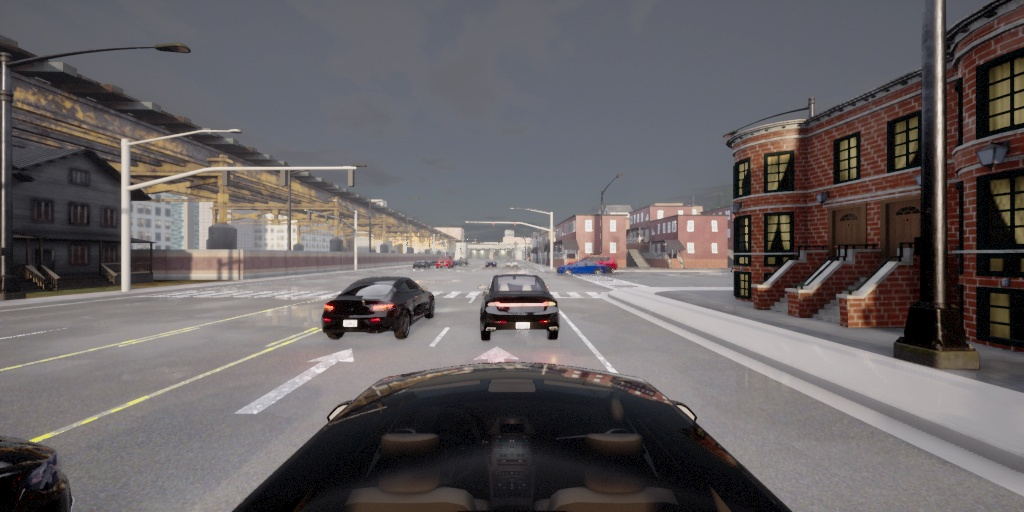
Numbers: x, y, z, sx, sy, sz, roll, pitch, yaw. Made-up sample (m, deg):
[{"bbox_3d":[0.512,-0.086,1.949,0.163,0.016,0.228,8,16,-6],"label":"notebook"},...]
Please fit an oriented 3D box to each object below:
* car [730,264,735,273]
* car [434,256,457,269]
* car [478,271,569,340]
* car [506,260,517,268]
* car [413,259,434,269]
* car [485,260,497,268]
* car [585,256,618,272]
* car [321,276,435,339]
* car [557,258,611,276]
[{"bbox_3d":[27.096,1.102,40.261,4.553,1.767,2.097,0,0,0],"label":"car"},{"bbox_3d":[-10.747,0.971,57.671,2.150,2.045,5.566,0,0,-1],"label":"car"},{"bbox_3d":[0.091,1.242,9.927,2.128,1.511,4.902,0,0,-3],"label":"car"},{"bbox_3d":[-0.076,1.351,62.936,1.895,1.301,4.718,0,0,0],"label":"car"},{"bbox_3d":[-14.239,1.314,56.571,1.994,1.385,4.181,0,0,0],"label":"car"},{"bbox_3d":[-3.577,1.351,62.928,1.895,1.301,4.718,0,0,0],"label":"car"},{"bbox_3d":[9.031,0.971,40.462,5.566,2.045,2.150,0,0,3],"label":"car"},{"bbox_3d":[-3.451,1.276,9.960,1.812,1.442,4.674,0,0,0],"label":"car"},{"bbox_3d":[7.023,1.227,36.445,5.008,1.535,1.882,0,0,-4],"label":"car"}]
